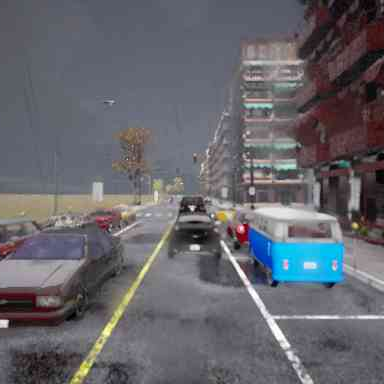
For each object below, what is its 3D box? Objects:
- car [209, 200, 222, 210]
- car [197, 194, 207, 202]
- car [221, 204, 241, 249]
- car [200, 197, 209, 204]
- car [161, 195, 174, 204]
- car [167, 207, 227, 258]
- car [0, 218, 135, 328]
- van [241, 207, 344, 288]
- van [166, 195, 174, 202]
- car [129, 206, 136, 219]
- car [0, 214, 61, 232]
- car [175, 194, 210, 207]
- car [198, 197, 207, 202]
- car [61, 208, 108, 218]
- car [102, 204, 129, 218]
[{"bbox_3d":[2.574,1.599,25.890,1.752,1.417,4.829,1,0,0],"label":"car"},{"bbox_3d":[2.575,1.566,86.540,2.192,1.841,5.009,1,0,0],"label":"car"},{"bbox_3d":[2.575,1.482,14.631,1.967,1.590,4.097,1,0,0],"label":"car"},{"bbox_3d":[2.572,1.782,69.556,1.802,1.307,4.206,1,0,0],"label":"car"},{"bbox_3d":[-5.306,1.639,69.080,1.967,1.590,4.097,1,0,0],"label":"car"},{"bbox_3d":[0.099,1.541,12.954,1.837,1.490,4.892,0,-1,0],"label":"car"},{"bbox_3d":[-2.848,1.569,7.577,2.033,1.411,5.357,0,0,0],"label":"car"},{"bbox_3d":[2.576,1.367,9.086,1.690,1.788,3.998,1,0,0],"label":"van"},{"bbox_3d":[-5.305,1.573,80.388,1.690,1.788,3.998,1,0,0],"label":"van"},{"bbox_3d":[-5.306,1.597,25.123,1.752,1.417,4.829,1,0,0],"label":"car"},{"bbox_3d":[-5.305,1.465,8.685,1.967,1.590,4.097,1,0,0],"label":"car"},{"bbox_3d":[0.081,1.297,26.447,2.150,2.045,5.566,0,0,1],"label":"car"},{"bbox_3d":[2.572,1.800,80.878,1.947,1.339,4.313,1,0,0],"label":"car"},{"bbox_3d":[-5.306,1.592,14.221,2.008,1.369,4.403,1,0,0],"label":"car"},{"bbox_3d":[-5.306,1.601,19.757,1.887,1.381,4.507,1,0,0],"label":"car"}]
